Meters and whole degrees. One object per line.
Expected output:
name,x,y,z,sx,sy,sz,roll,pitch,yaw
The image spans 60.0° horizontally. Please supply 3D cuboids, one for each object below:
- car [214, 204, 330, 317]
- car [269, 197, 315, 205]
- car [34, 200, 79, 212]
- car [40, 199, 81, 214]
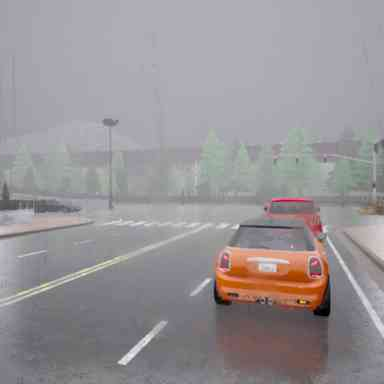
car,2.025,1.348,7.855,2.097,1.767,4.553,0,0,19
car,4.220,1.215,14.123,2.150,2.045,5.566,0,0,16
car,-15.829,1.579,38.906,4.718,1.301,1.895,0,0,16
car,-13.857,1.494,34.605,4.892,1.490,1.837,-1,0,19
